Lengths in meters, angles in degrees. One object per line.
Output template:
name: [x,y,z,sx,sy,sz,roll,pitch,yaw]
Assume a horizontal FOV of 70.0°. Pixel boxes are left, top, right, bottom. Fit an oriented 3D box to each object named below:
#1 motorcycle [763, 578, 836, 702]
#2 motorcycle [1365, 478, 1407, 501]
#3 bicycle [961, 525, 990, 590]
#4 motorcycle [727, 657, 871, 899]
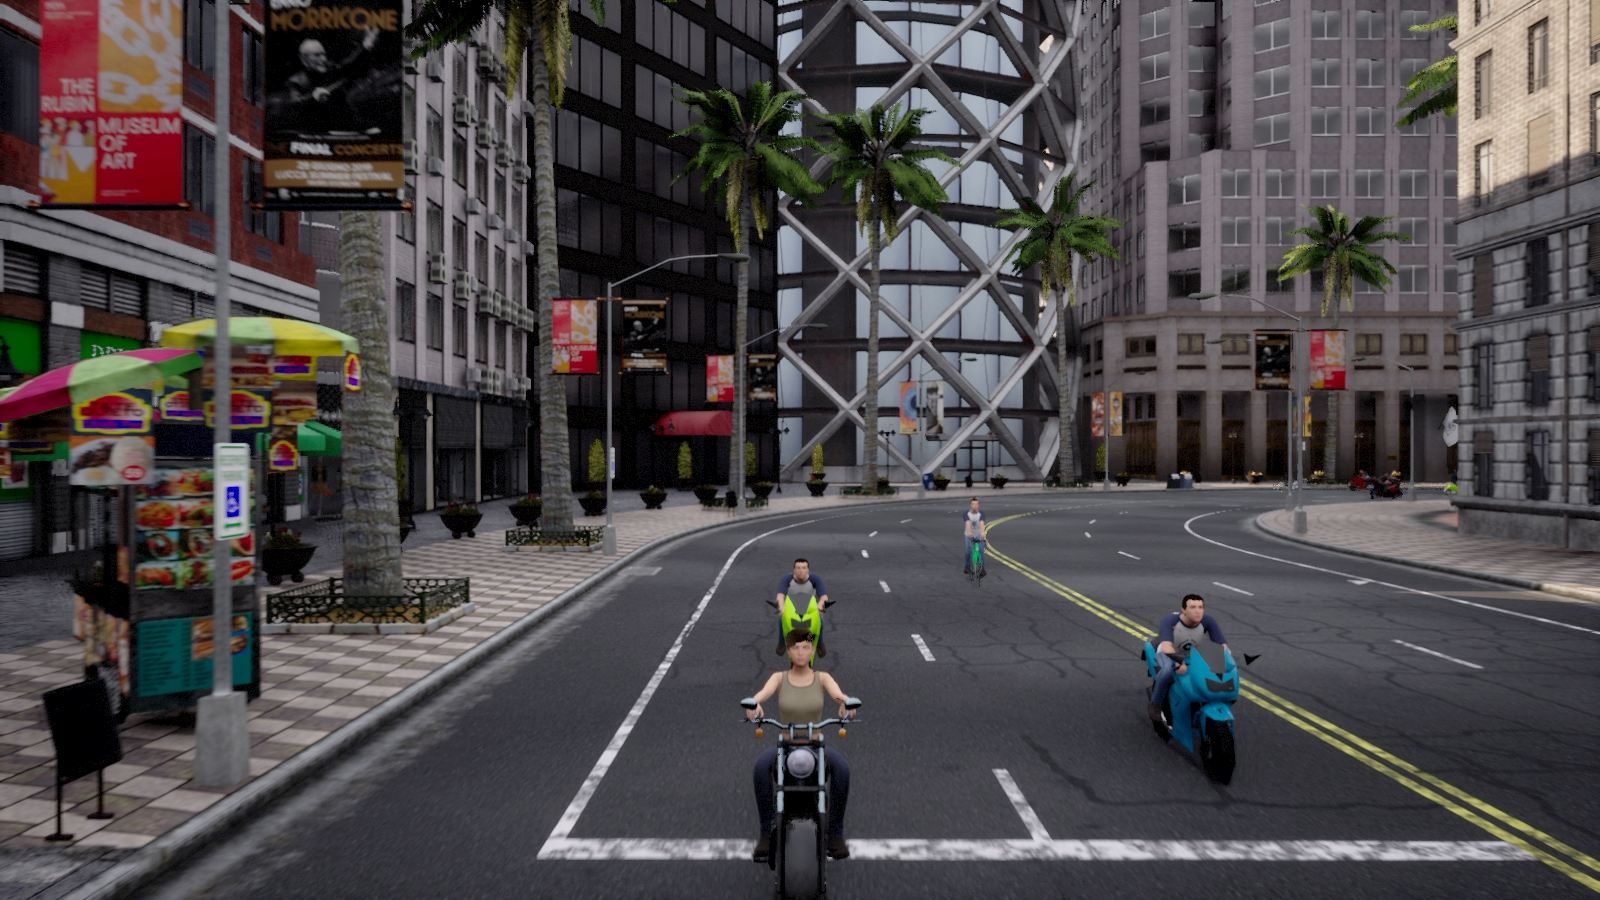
motorcycle: [-0.005,2.213,13.649,0.803,1.145,2.033,0,0,0]
motorcycle: [33.104,2.204,64.546,2.209,1.251,0.867,0,0,-19]
bicycle: [3.635,2.206,23.707,0.373,1.196,1.643,0,1,1]
motorcycle: [-0.004,2.170,7.265,0.764,1.277,2.356,0,0,0]
